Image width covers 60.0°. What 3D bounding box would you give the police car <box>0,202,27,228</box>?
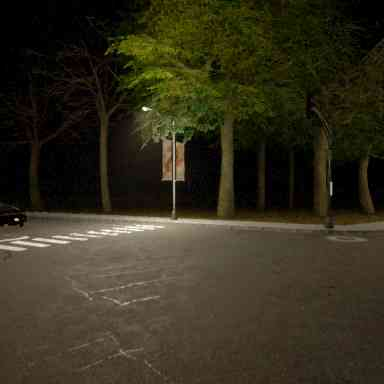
[{"bbox_3d":[-12.838,1.479,21.504,5.238,1.638,1.930,0,0,31],"label":"police car"}]
